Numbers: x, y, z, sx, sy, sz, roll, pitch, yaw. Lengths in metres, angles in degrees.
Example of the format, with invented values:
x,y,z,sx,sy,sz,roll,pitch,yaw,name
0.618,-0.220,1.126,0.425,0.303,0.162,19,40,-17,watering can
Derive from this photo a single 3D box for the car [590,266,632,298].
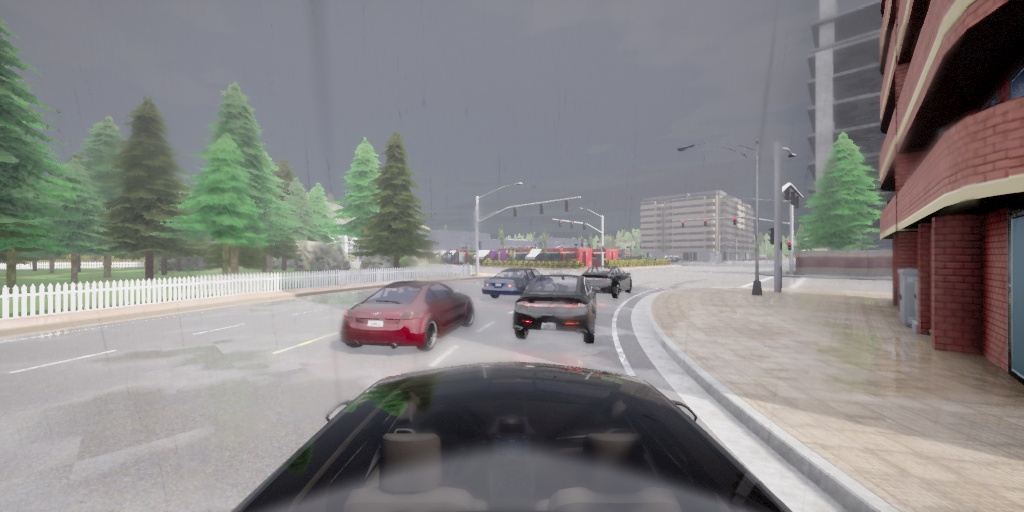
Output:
x,y,z,sx,sy,sz,roll,pitch,yaw,name
4.846,1.236,18.346,2.128,1.511,4.902,1,1,29,car

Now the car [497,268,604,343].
x,y,z,sx,sy,sz,roll,pitch,yaw,name
1.349,1.242,9.787,2.128,1.511,4.902,0,0,14,car

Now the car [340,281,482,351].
x,y,z,sx,sy,sz,roll,pitch,yaw,name
-2.361,1.314,9.117,1.994,1.385,4.181,0,0,10,car

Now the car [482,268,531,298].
x,y,z,sx,sy,sz,roll,pitch,yaw,name
0.473,1.297,17.834,2.033,1.411,5.357,0,0,25,car
